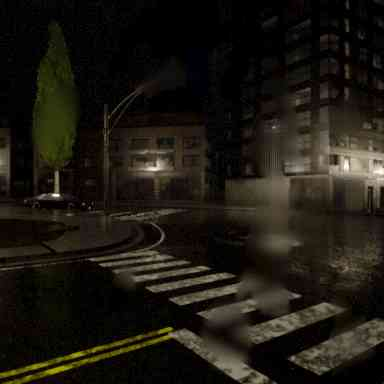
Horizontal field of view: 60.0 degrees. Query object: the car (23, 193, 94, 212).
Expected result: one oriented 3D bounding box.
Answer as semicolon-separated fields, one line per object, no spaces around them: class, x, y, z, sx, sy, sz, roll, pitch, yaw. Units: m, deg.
car;-10.534;0.784;26.305;5.357;1.411;2.033;1;0;11
